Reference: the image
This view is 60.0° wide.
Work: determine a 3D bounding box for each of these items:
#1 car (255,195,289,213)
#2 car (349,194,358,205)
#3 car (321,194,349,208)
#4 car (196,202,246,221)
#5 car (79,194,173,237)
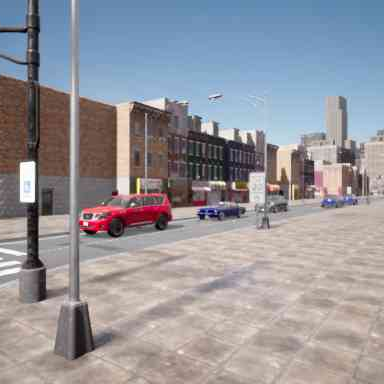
[{"bbox_3d":[8.141,1.139,33.856,2.097,1.767,4.553,0,0,36],"label":"car"},{"bbox_3d":[24.223,1.065,51.292,2.097,1.767,4.553,0,0,32],"label":"car"},{"bbox_3d":[18.393,1.098,43.168,2.097,1.767,4.553,0,0,36],"label":"car"},{"bbox_3d":[2.334,1.435,25.740,1.895,1.301,4.718,0,0,35],"label":"car"},{"bbox_3d":[-3.350,1.117,17.757,2.150,2.045,5.566,0,0,36],"label":"car"}]
